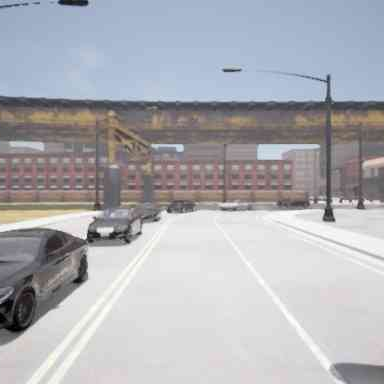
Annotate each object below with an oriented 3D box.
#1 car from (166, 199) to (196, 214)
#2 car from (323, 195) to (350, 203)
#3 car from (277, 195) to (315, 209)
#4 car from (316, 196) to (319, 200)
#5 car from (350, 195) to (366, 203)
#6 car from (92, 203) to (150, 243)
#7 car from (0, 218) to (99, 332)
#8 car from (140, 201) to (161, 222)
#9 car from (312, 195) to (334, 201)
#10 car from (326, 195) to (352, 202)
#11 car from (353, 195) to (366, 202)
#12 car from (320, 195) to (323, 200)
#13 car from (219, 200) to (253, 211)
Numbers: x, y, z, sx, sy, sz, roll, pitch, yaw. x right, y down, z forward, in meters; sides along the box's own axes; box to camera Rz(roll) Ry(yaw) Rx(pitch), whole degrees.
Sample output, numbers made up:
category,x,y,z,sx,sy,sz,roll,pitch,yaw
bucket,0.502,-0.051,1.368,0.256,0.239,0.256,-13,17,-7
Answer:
category,x,y,z,sx,sy,sz,roll,pitch,yaw
car,-1.105,1.507,36.428,1.837,1.490,4.892,0,0,23
car,29.357,1.453,66.455,2.038,1.542,4.974,0,0,-29
car,14.076,1.493,46.130,4.902,1.511,2.128,0,0,-23
car,29.785,1.297,85.281,4.536,1.218,1.853,0,0,-39
car,32.394,1.452,64.288,2.038,1.542,4.974,0,0,31
car,-3.567,1.493,16.108,2.128,1.511,4.902,0,0,0
car,-3.578,1.526,6.968,1.812,1.442,4.674,0,0,0
car,-3.483,1.507,26.261,1.837,1.490,4.892,0,0,0
car,33.833,1.454,86.054,2.038,1.542,4.974,0,0,-34
car,29.331,1.295,66.500,1.853,1.218,4.536,0,0,-29
car,32.421,1.295,64.332,1.853,1.218,4.536,0,0,31
car,33.862,1.296,86.011,1.853,1.218,4.536,0,0,-34
car,5.370,1.603,39.956,1.895,1.301,4.718,0,0,44
